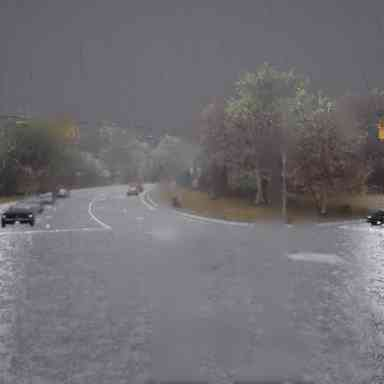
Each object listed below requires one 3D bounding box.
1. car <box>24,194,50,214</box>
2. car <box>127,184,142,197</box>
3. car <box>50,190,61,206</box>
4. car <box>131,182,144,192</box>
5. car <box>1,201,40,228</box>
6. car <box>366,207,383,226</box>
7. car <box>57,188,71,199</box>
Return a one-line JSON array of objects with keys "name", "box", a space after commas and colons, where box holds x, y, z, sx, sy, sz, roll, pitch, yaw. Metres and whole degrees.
[{"name": "car", "box": [-14.931, 1.230, 31.263, 2.128, 1.511, 4.902, 0, 2, -19]}, {"name": "car", "box": [-10.038, -0.021, 56.997, 1.837, 1.490, 4.892, 0, 4, -7]}, {"name": "car", "box": [-17.786, 0.895, 40.837, 1.994, 1.385, 4.181, 0, 3, -14]}, {"name": "car", "box": [-11.124, -0.960, 67.094, 2.150, 2.045, 5.566, 0, 4, -1]}, {"name": "car", "box": [-11.565, 1.551, 22.474, 1.895, 1.301, 4.718, 0, 1, -23]}, {"name": "car", "box": [14.072, 1.531, 22.657, 5.357, 1.411, 2.033, -1, 0, -35]}, {"name": "car", "box": [-19.956, 0.215, 51.041, 1.882, 1.535, 5.008, 0, 3, -10]}]
